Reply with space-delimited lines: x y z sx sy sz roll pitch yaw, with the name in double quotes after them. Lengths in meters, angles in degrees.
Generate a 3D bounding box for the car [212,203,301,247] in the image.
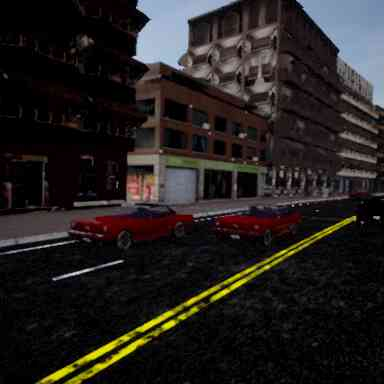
2.679 1.150 12.928 1.895 1.301 4.718 3 3 34 "car"

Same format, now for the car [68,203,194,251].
-1.942 1.092 11.848 1.895 1.301 4.718 3 3 33 "car"

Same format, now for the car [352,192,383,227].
10.090 1.008 17.666 1.882 1.535 5.008 3 3 35 "car"

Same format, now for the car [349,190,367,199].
23.261 0.389 46.165 1.895 1.301 4.718 3 3 39 "car"
